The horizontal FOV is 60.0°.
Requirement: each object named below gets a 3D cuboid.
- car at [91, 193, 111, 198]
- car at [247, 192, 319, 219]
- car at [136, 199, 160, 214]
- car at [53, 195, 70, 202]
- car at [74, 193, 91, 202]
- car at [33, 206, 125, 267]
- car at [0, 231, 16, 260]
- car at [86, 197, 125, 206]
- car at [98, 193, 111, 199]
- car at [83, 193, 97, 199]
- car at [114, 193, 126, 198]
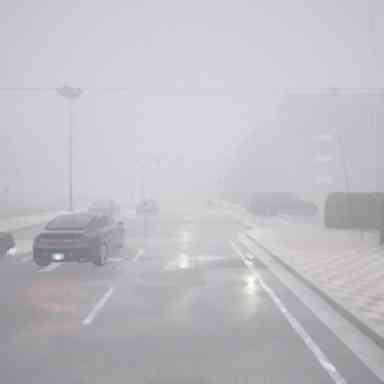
[{"bbox_3d":[-16.752,1.045,61.727,1.812,1.442,4.674,0,1,0],"label":"car"},{"bbox_3d":[7.116,1.000,26.204,5.566,2.045,2.150,0,-1,-13],"label":"car"},{"bbox_3d":[-4.066,1.315,31.265,1.994,1.385,4.181,0,0,-2],"label":"car"},{"bbox_3d":[-23.741,1.132,61.257,1.895,1.301,4.718,0,0,0],"label":"car"},{"bbox_3d":[-20.251,1.002,61.583,1.882,1.535,5.008,0,1,0],"label":"car"},{"bbox_3d":[-3.497,1.418,11.075,1.837,1.490,4.892,0,0,0],"label":"car"},{"bbox_3d":[-6.982,1.482,9.005,2.033,1.411,5.357,0,0,0],"label":"car"},{"bbox_3d":[-7.461,1.374,29.010,1.895,1.301,4.718,0,0,-2],"label":"car"},{"bbox_3d":[-20.348,0.946,77.859,1.994,1.385,4.181,0,0,0],"label":"car"},{"bbox_3d":[-23.846,0.952,77.616,1.994,1.385,4.181,0,0,0],"label":"car"},{"bbox_3d":[-16.849,0.928,78.024,2.033,1.411,5.357,0,0,0],"label":"car"}]
